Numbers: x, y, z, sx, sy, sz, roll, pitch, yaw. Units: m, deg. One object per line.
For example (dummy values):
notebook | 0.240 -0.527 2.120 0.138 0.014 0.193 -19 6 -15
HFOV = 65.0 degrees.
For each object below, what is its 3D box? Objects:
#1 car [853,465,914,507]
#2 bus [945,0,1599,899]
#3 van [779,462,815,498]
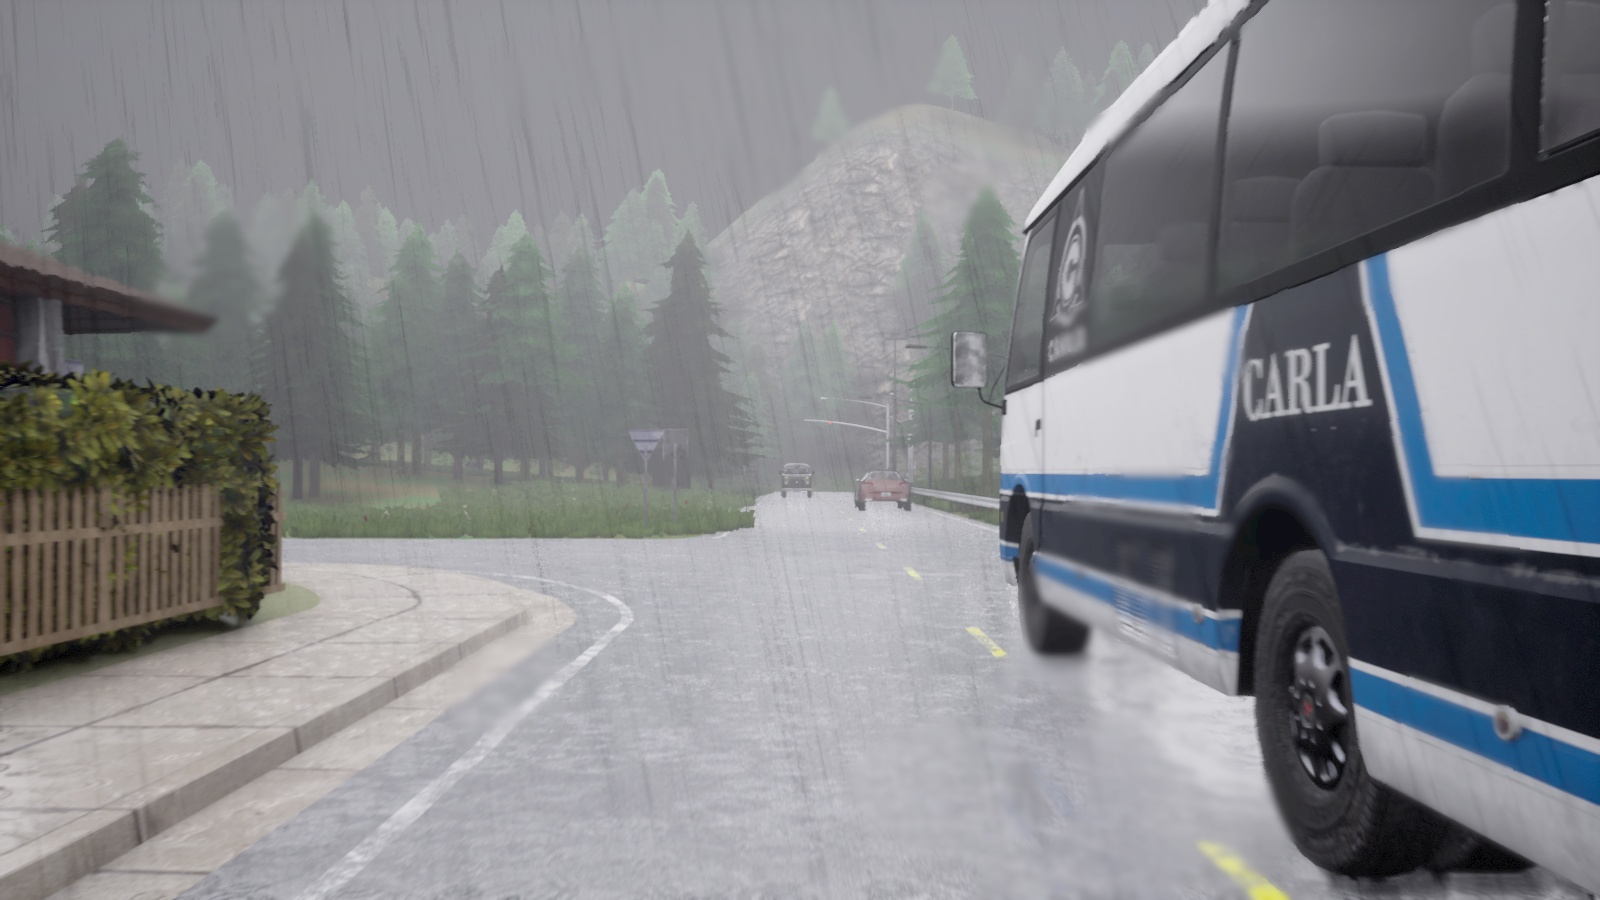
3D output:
car | 3.373 1.447 51.769 2.152 1.651 5.027 0 -1 0
bus | 3.476 -0.447 7.671 3.944 4.253 10.273 0 -1 0
van | -0.181 1.778 73.941 2.069 2.038 4.480 0 -1 0
